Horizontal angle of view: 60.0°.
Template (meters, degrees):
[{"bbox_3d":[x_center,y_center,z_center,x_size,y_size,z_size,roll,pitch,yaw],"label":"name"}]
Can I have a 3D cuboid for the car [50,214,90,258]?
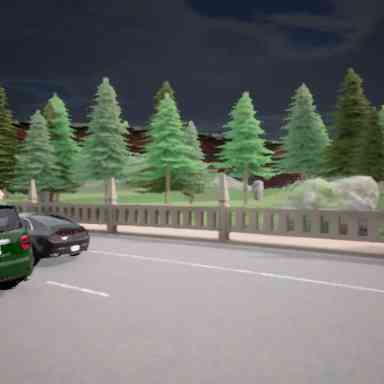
[{"bbox_3d":[-5.678,1.473,11.367,4.892,1.490,1.837,0,0,30],"label":"car"}]

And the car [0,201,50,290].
[{"bbox_3d":[-6.039,1.208,7.595,5.566,2.045,2.150,0,0,30],"label":"car"}]
